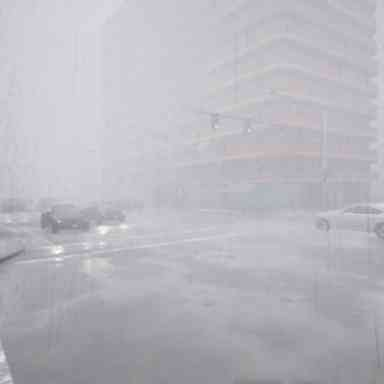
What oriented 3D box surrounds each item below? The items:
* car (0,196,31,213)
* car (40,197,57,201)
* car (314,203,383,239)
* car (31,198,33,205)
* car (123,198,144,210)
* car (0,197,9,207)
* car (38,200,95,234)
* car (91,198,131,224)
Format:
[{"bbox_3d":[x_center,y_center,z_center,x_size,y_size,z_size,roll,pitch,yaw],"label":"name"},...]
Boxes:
[{"bbox_3d":[-18.851,1.399,35.318,1.837,1.490,4.892,-1,1,-35],"label":"car"},{"bbox_3d":[-15.991,1.337,37.335,1.837,1.490,4.892,-1,1,-35],"label":"car"},{"bbox_3d":[8.027,1.243,15.529,1.812,1.442,4.674,-1,1,-35],"label":"car"},{"bbox_3d":[-26.258,1.321,52.090,1.882,1.535,5.008,-1,1,-35],"label":"car"},{"bbox_3d":[-7.177,1.317,37.144,1.895,1.301,4.718,-1,1,-35],"label":"car"},{"bbox_3d":[-29.119,1.467,50.077,2.033,1.411,5.357,-1,1,-35],"label":"car"},{"bbox_3d":[-7.352,1.448,19.010,1.812,1.442,4.674,-1,1,-35],"label":"car"},{"bbox_3d":[-6.381,1.381,23.708,1.812,1.442,4.674,-1,1,-36],"label":"car"}]
